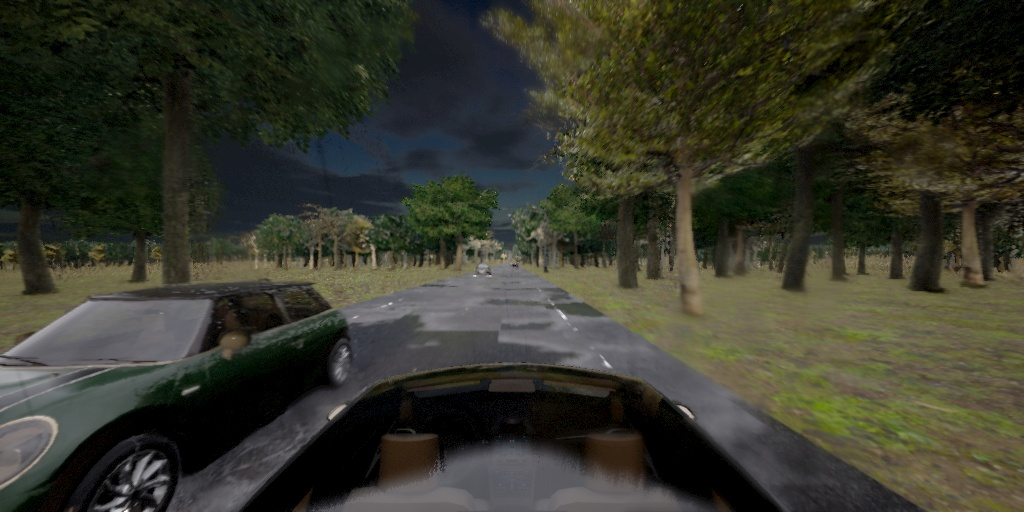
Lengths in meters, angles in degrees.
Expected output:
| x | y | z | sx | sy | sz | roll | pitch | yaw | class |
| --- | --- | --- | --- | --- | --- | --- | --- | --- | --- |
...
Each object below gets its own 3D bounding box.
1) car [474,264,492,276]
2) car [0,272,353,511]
| x | y | z | sx | sy | sz | roll | pitch | yaw | class |
| --- | --- | --- | --- | --- | --- | --- | --- | --- | --- |
| -3.598 | 1.720 | 45.486 | 1.812 | 1.442 | 4.674 | 0 | -1 | 0 | car |
| -3.598 | 1.110 | 3.842 | 2.097 | 1.767 | 4.553 | 0 | 0 | 0 | car |
